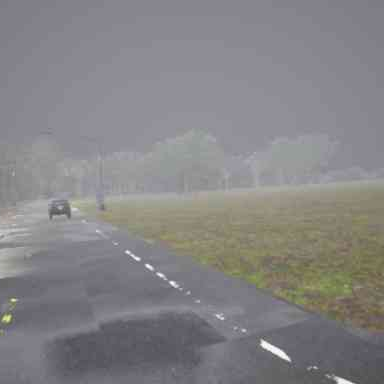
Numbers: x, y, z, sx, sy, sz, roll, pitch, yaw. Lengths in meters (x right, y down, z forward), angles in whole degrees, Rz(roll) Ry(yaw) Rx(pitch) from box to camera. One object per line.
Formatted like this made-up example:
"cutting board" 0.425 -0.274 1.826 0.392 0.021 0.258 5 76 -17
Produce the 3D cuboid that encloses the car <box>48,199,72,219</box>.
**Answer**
"car" -14.573 1.825 36.672 2.150 2.045 5.566 -3 0 -23

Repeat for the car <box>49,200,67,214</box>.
"car" -19.098 2.097 47.354 2.097 1.767 4.553 -3 1 -23
